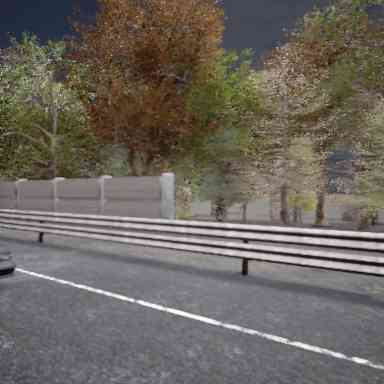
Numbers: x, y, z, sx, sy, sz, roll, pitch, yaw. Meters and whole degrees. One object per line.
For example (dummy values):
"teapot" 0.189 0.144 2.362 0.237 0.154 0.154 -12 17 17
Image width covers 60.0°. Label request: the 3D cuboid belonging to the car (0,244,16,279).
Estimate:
"car" -6.633 1.538 8.575 5.357 1.411 2.033 0 0 36
